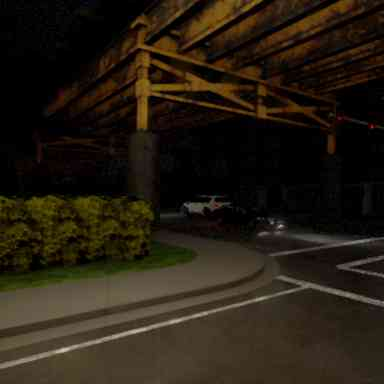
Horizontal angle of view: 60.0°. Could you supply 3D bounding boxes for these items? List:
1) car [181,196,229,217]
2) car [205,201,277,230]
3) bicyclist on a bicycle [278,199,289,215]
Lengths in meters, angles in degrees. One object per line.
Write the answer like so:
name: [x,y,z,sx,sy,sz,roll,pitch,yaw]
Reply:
car: [1.257,1.347,31.195,2.150,2.045,5.566,0,0,-36]
car: [3.391,1.593,21.901,2.128,1.511,4.902,0,0,-35]
bicyclist on a bicycle: [9.031,1.477,32.856,1.656,1.620,0.582,0,0,-36]
